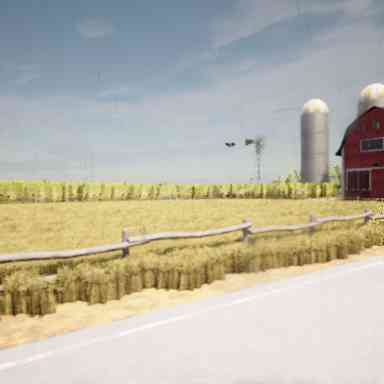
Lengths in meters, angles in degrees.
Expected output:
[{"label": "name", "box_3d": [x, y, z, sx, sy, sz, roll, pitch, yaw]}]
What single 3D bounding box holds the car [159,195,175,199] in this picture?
[{"label": "car", "box_3d": [-4.839, 1.301, 60.061, 4.181, 1.385, 1.994, -1, 0, -38]}]
